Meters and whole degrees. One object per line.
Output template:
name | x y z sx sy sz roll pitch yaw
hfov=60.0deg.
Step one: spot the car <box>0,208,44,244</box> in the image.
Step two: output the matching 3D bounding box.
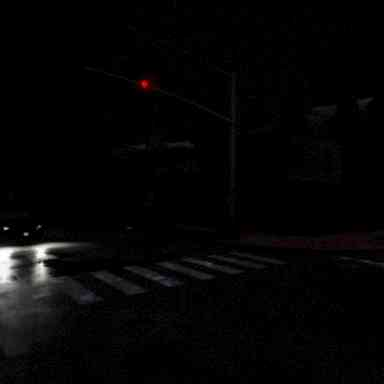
car | -8.776 1.539 16.093 1.812 1.442 4.674 1 0 -43
